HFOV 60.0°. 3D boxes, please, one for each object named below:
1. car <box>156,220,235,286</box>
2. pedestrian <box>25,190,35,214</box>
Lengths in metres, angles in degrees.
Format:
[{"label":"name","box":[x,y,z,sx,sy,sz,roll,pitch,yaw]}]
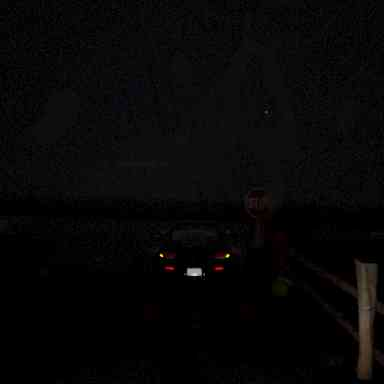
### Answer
[{"label":"car","box":[0.118,1.500,9.231,1.812,1.442,4.674,0,0,2]},{"label":"pedestrian","box":[-12.032,0.732,24.710,0.375,1.860,0.375,0,1,0]}]
